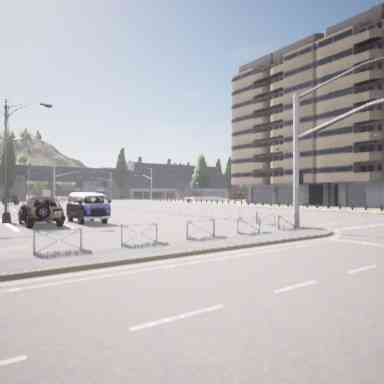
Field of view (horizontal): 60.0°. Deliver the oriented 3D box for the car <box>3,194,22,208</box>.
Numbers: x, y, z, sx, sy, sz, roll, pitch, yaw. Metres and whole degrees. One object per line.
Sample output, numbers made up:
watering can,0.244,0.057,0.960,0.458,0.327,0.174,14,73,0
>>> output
car,-29.340,1.158,53.849,1.932,1.855,4.605,0,0,-35
